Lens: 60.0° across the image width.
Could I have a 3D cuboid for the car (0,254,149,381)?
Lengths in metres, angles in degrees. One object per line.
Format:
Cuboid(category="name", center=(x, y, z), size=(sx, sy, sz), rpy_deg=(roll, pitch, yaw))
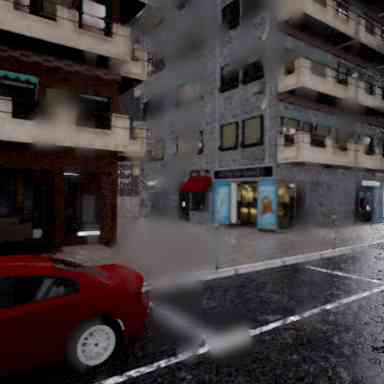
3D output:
Cuboid(category="car", center=(-2.735, 1.545, 4.138), size=(4.507, 1.381, 1.887), rpy_deg=(0, 1, -36))
